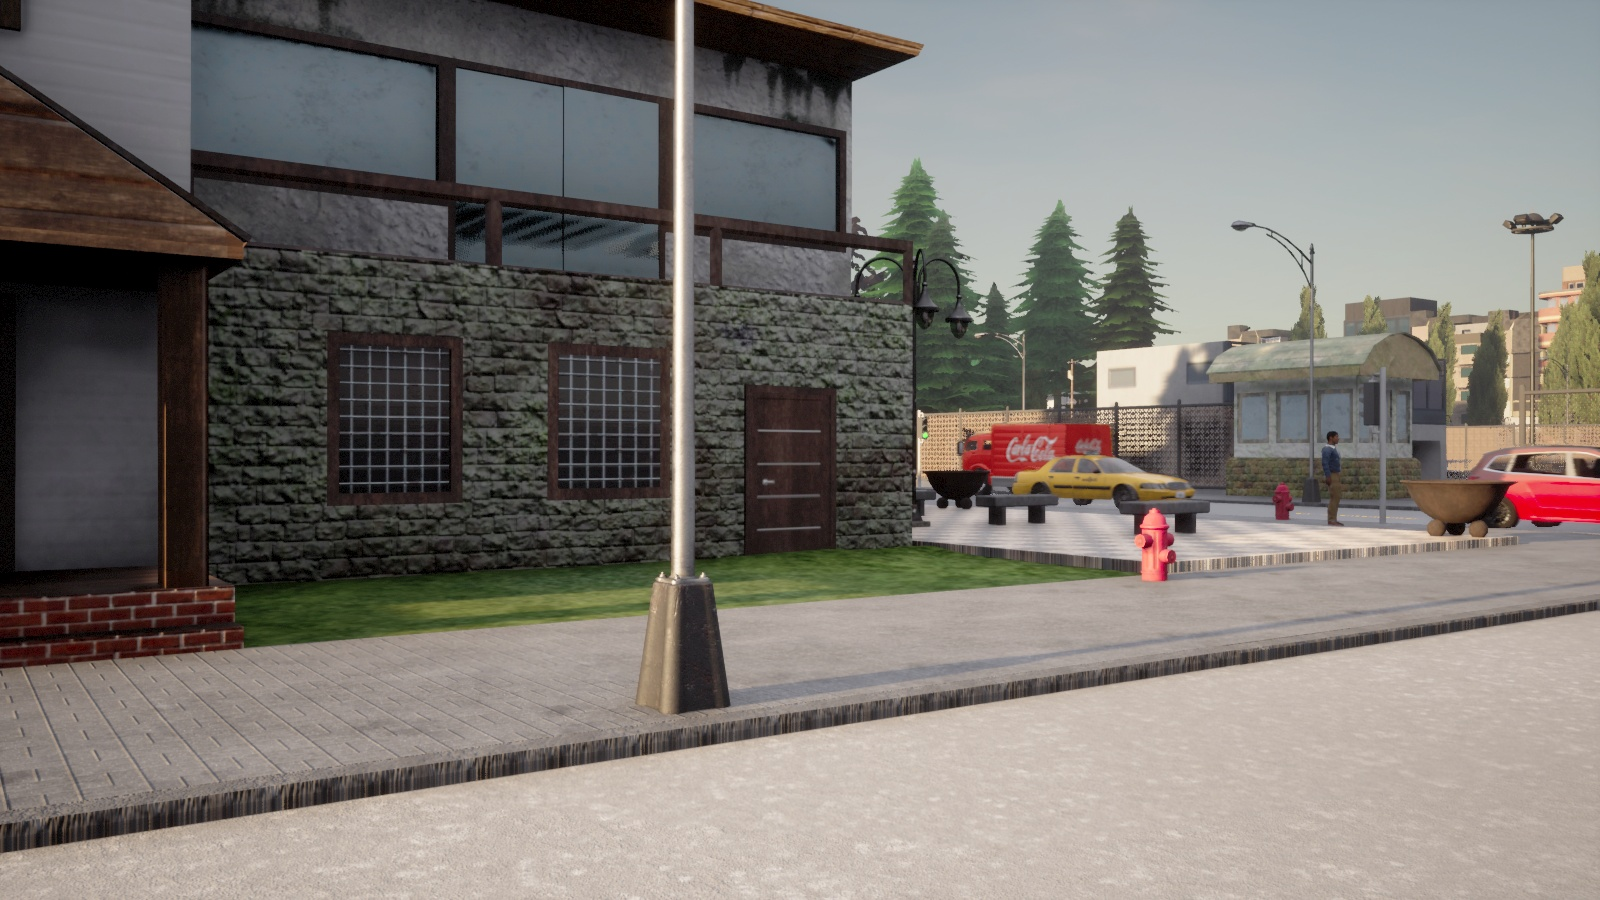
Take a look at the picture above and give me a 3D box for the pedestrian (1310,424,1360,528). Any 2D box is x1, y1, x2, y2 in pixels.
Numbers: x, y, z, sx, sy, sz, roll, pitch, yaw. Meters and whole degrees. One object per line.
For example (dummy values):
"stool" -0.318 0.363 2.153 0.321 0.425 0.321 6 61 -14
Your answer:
"pedestrian" 10.221 0.487 24.008 0.788 1.949 0.423 0 0 39

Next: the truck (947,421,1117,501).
"truck" 7.623 0.345 41.810 2.627 2.467 5.204 0 0 -35

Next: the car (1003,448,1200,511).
"car" 8.075 0.750 34.154 1.801 1.575 5.366 0 0 -35

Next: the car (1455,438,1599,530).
"car" 15.292 0.615 23.776 2.242 1.667 4.611 0 0 -35
